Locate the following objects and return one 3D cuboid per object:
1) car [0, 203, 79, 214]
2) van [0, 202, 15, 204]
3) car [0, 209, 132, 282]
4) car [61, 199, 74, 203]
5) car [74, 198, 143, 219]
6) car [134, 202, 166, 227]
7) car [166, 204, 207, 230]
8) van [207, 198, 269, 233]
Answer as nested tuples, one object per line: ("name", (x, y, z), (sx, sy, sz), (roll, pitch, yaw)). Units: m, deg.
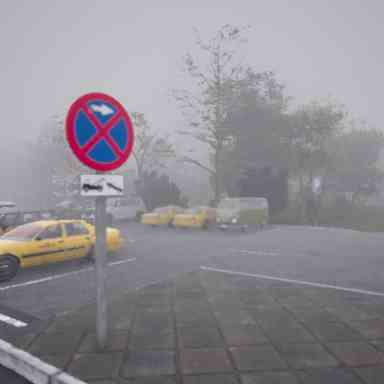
("car", (-6.866, 1.472, 12.222), (2.185, 1.767, 4.553), (-1, -1, 35))
("van", (-9.302, 1.428, 14.039), (1.878, 1.987, 4.442), (-1, -1, 35))
("car", (-4.602, 1.553, 10.366), (1.946, 1.575, 5.366), (-1, -1, 35))
("car", (-10.547, 1.643, 29.706), (2.435, 2.045, 5.566), (-2, -1, 35))
("car", (-6.066, 1.499, 26.585), (2.435, 2.045, 5.566), (-2, -1, 35))
("car", (-1.263, 1.631, 23.469), (1.946, 1.575, 5.366), (-1, -1, 35))
("car", (0.913, 1.586, 21.938), (1.946, 1.575, 5.366), (-1, -1, 35))
("van", (3.022, 1.323, 20.085), (1.878, 1.987, 4.442), (-1, -1, 35))
